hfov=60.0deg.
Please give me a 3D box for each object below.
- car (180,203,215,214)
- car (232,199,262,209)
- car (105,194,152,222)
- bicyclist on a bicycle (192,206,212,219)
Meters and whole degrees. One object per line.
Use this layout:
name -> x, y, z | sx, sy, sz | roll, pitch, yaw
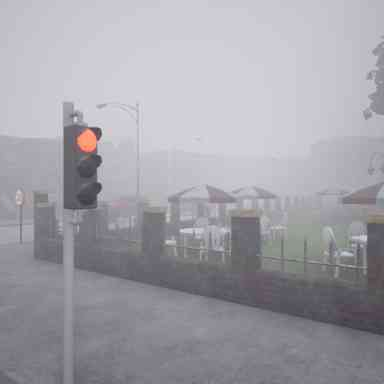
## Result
car -> 0.394, 1.222, 35.725 | 2.150, 2.045, 5.566 | 0, 0, 34
car -> 7.441, 1.527, 44.413 | 4.674, 1.442, 1.812 | 0, 0, -37
car -> -5.660, 1.221, 27.075 | 2.150, 2.045, 5.566 | 0, 0, 35
bicyclist on a bicycle -> 0.664, 1.340, 21.467 | 1.656, 1.620, 0.582 | 0, 0, 36
